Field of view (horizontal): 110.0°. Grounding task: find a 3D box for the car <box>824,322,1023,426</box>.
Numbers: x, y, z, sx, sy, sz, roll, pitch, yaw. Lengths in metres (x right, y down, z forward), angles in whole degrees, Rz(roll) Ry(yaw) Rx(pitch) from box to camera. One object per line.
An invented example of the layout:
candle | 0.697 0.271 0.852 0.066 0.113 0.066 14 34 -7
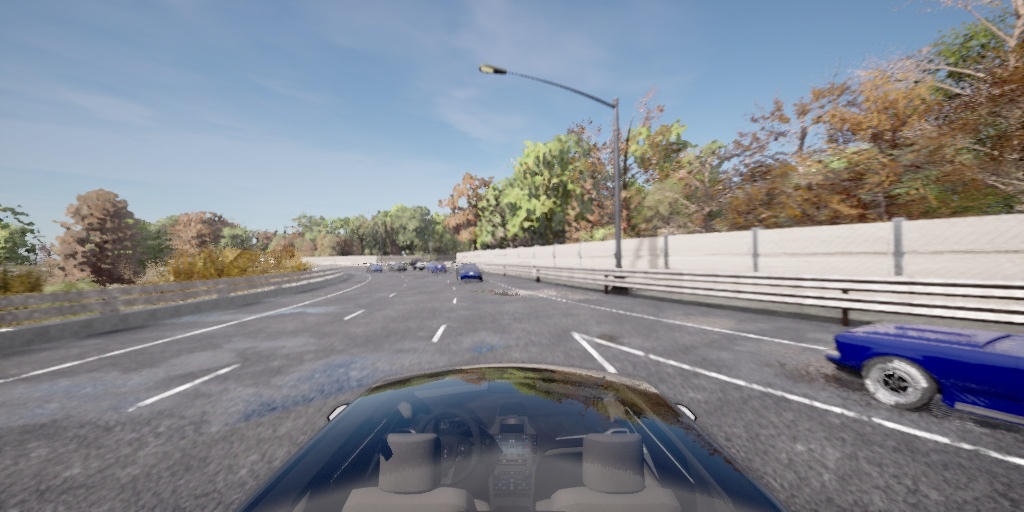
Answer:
car | 6.321 1.263 3.565 1.895 1.301 4.718 -1 0 -26

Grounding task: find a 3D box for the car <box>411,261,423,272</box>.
car | -15.064 1.872 58.983 1.895 1.301 4.718 -1 0 -32

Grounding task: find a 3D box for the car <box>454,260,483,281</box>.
car | -3.778 1.330 31.275 1.994 1.385 4.181 0 2 -14

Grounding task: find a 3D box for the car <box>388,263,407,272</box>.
car | -18.383 1.862 57.611 2.033 1.411 5.357 -1 0 -32

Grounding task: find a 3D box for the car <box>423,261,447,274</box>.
car | -10.651 1.506 50.172 2.097 1.767 4.553 -1 0 -24

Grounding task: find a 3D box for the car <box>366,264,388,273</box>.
car | -21.404 1.899 55.843 2.033 1.411 5.357 -1 0 -32
